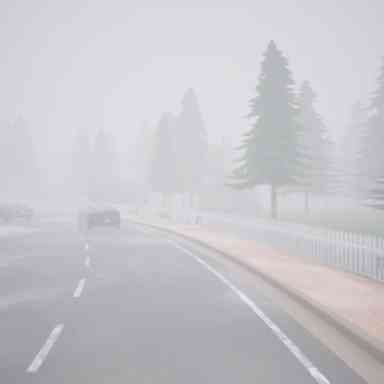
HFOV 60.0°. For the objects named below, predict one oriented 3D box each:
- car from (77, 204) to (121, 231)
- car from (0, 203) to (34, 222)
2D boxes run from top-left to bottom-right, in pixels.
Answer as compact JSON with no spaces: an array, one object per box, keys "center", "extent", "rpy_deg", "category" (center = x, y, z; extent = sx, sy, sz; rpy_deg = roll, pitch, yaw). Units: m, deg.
[{"center":[-5.986,1.475,21.082],"extent":[1.882,1.535,5.008],"rpy_deg":[0,0,-28],"category":"car"},{"center":[-14.785,1.600,27.418],"extent":[2.033,1.411,5.357],"rpy_deg":[-1,0,-44],"category":"car"}]
